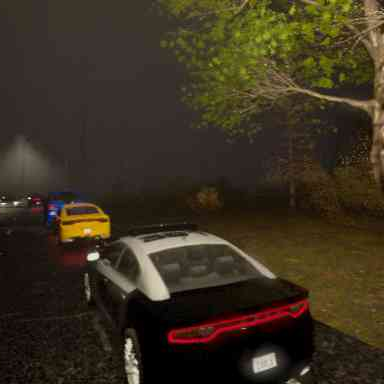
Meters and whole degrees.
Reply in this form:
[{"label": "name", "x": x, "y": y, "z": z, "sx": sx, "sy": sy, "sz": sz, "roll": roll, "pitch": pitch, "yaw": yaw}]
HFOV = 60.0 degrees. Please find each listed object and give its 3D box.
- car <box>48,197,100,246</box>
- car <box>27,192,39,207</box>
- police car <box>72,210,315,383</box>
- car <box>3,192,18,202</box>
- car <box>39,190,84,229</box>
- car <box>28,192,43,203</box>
[{"label": "car", "x": -4.853, "y": 1.218, "z": 14.163, "sx": 1.882, "sy": 1.535, "sz": 5.008, "roll": -2, "pitch": 2, "yaw": -26}, {"label": "car", "x": -18.118, "y": 0.945, "z": 38.911, "sx": 1.837, "sy": 1.490, "sz": 4.892, "roll": -2, "pitch": 2, "yaw": -26}, {"label": "police car", "x": -0.498, "y": 1.284, "z": 5.282, "sx": 1.930, "sy": 1.638, "sz": 5.238, "roll": -2, "pitch": 2, "yaw": -26}, {"label": "car", "x": -29.570, "y": 0.820, "z": 54.221, "sx": 1.882, "sy": 1.535, "sz": 5.008, "roll": -2, "pitch": 2, "yaw": -26}, {"label": "car", "x": -7.517, "y": 0.892, "z": 19.571, "sx": 2.150, "sy": 2.045, "sz": 5.566, "roll": -2, "pitch": 2, "yaw": -26}, {"label": "car", "x": -23.897, "y": 0.762, "z": 50.597, "sx": 1.882, "sy": 1.535, "sz": 5.008, "roll": -2, "pitch": 2, "yaw": -26}]
